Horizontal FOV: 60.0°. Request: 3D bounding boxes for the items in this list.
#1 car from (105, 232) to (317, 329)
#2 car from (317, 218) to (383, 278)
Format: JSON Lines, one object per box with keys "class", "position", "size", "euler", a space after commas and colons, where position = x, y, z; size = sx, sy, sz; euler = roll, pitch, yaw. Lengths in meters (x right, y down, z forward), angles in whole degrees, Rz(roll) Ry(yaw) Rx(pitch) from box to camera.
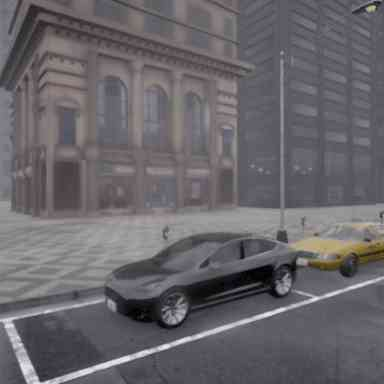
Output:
{"class": "car", "position": [0.407, 1.559, 6.943], "size": [4.313, 1.339, 1.947], "euler": [0, 0, -36]}
{"class": "car", "position": [4.860, 1.511, 10.121], "size": [4.829, 1.417, 1.752], "euler": [0, 0, -36]}
